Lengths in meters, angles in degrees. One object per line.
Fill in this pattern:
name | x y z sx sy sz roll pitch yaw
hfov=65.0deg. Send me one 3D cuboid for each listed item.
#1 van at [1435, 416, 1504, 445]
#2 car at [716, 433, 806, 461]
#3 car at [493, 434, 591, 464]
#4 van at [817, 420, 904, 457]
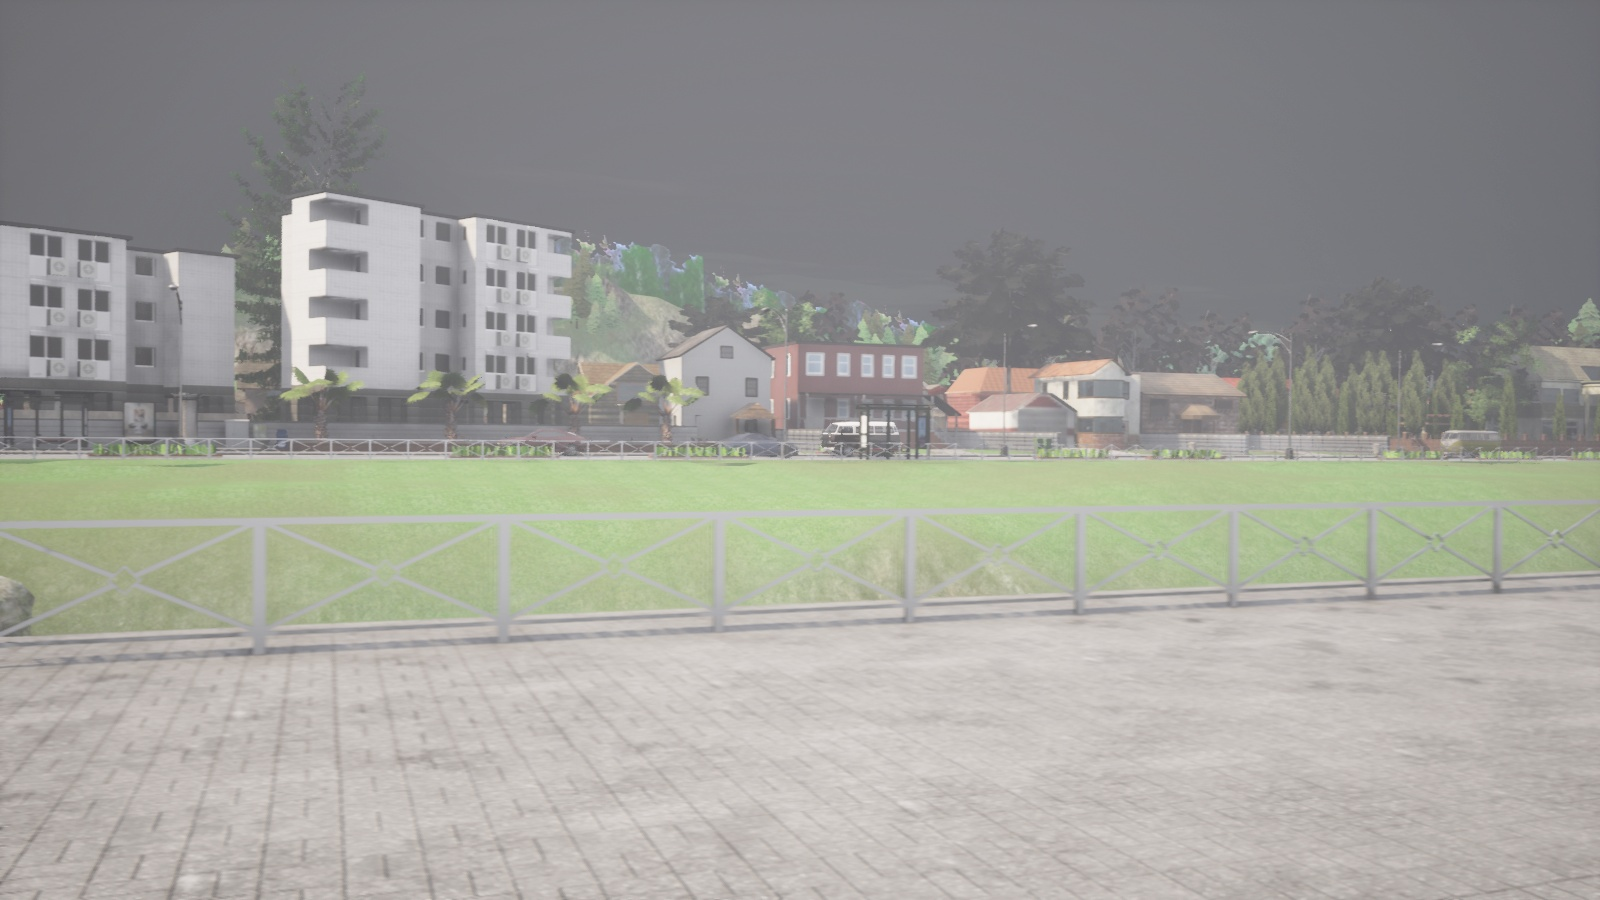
van | 46.637 -1.377 87.471 4.442 1.987 1.775 -1 1 -21
car | -2.015 -0.170 64.738 4.181 1.385 1.994 -1 1 -21
car | -13.293 -0.086 64.737 4.674 1.442 1.812 -1 1 -21
van | 3.415 -0.672 71.072 4.480 2.038 2.069 -1 1 -21
